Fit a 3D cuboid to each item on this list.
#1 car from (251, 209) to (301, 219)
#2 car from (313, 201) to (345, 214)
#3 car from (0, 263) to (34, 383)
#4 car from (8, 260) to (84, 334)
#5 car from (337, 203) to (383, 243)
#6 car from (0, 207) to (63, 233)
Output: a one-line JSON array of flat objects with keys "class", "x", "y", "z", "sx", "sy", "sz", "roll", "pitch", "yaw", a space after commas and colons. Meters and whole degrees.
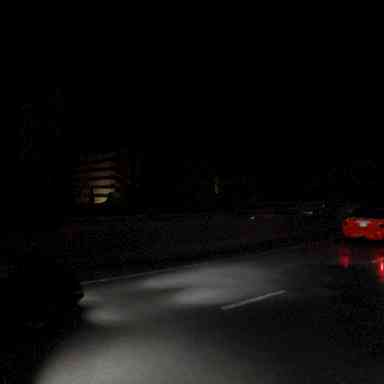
[{"class": "car", "x": 6.158, "y": 1.866, "z": 23.683, "sx": 4.718, "sy": 1.301, "sz": 1.895, "roll": 1, "pitch": -1, "yaw": -45}, {"class": "car", "x": 15.694, "y": 2.066, "z": 38.062, "sx": 4.718, "sy": 1.301, "sz": 1.895, "roll": 1, "pitch": -1, "yaw": -45}, {"class": "car", "x": -3.526, "y": 1.498, "z": 1.425, "sx": 4.892, "sy": 1.490, "sz": 1.837, "roll": 0, "pitch": 0, "yaw": -34}, {"class": "car", "x": -4.231, "y": 1.620, "z": 5.154, "sx": 4.718, "sy": 1.301, "sz": 1.895, "roll": 1, "pitch": -1, "yaw": -36}, {"class": "car", "x": 9.536, "y": 1.567, "z": 17.004, "sx": 4.553, "sy": 1.767, "sz": 2.097, "roll": 1, "pitch": -1, "yaw": -44}, {"class": "car", "x": -9.852, "y": 1.615, "z": 18.671, "sx": 4.892, "sy": 1.490, "sz": 1.837, "roll": 1, "pitch": 0, "yaw": -38}]
